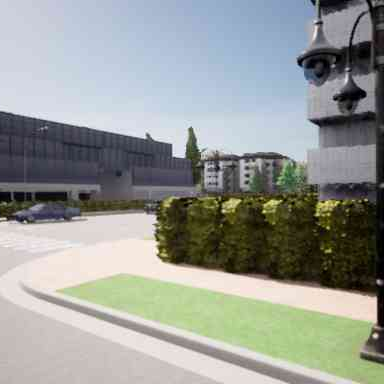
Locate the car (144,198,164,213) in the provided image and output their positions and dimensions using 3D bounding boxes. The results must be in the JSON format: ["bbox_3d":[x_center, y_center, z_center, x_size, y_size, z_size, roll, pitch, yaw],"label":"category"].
[{"bbox_3d":[-3.319,1.420,37.405,2.097,1.767,4.553,0,-1,35],"label":"car"}]

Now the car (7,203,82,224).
[{"bbox_3d":[-11.393,1.610,26.096,2.033,1.411,5.357,0,0,37],"label":"car"}]
